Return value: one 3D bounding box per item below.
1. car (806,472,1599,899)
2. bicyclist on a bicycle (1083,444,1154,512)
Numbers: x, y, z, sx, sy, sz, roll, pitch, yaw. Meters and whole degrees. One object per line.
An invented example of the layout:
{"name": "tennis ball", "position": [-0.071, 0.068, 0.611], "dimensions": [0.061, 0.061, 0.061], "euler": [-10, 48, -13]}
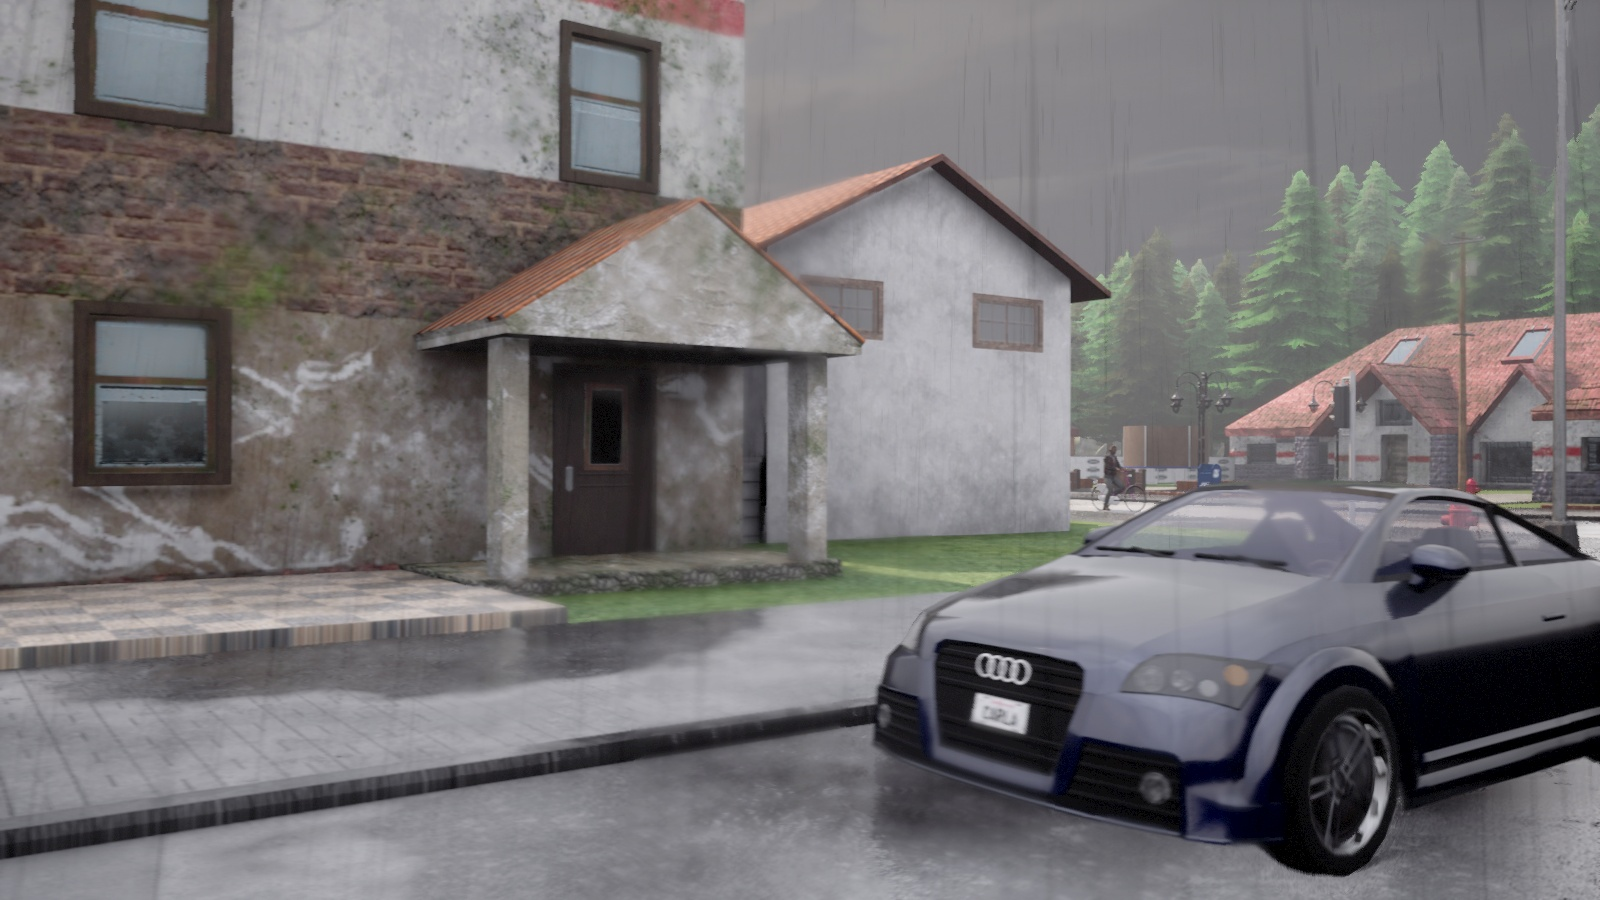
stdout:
{"name": "car", "position": [2.304, 0.828, 5.922], "dimensions": [4.181, 1.385, 1.994], "euler": [0, 0, -36]}
{"name": "bicyclist on a bicycle", "position": [8.433, 0.729, 33.301], "dimensions": [0.659, 1.776, 1.843], "euler": [0, 0, -36]}
